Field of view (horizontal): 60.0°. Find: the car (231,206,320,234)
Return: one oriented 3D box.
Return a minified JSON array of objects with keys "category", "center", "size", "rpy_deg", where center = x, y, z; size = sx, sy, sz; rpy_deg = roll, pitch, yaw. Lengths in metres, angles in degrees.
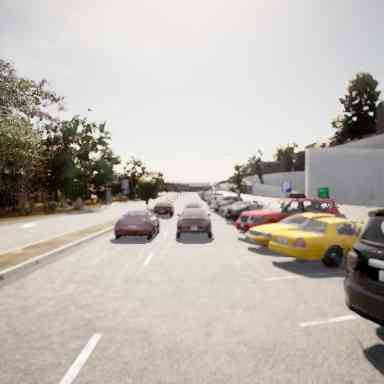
[{"category":"car","center":[5.057,1.646,20.247],"size":[4.792,1.488,2.163],"rpy_deg":[1,0,-20]}]

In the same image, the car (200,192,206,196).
[{"category":"car","center":[5.094,1.439,80.281],"size":[4.553,1.767,2.185],"rpy_deg":[1,0,-20]}]

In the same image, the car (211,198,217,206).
[{"category":"car","center":[5.120,1.779,38.288],"size":[4.792,1.488,2.163],"rpy_deg":[1,0,-20]}]

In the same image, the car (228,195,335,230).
[{"category":"car","center":[5.060,1.340,17.246],"size":[5.566,2.045,2.435],"rpy_deg":[1,0,-20]}]

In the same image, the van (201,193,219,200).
[{"category":"van","center":[5.025,1.256,92.177],"size":[4.442,1.987,1.878],"rpy_deg":[1,1,-20]}]

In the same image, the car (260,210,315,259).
[{"category":"car","center":[5.250,1.547,11.326],"size":[5.366,1.575,1.946],"rpy_deg":[1,-1,-20]}]

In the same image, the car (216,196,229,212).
[{"category":"car","center":[5.123,1.593,32.276],"size":[4.553,1.767,2.185],"rpy_deg":[1,0,-20]}]

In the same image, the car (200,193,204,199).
[{"category":"car","center":[5.093,1.636,74.292],"size":[4.792,1.488,2.163],"rpy_deg":[1,1,-20]}]

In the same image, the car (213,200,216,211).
[{"category":"car","center":[5.095,1.780,35.264],"size":[4.674,1.452,2.002],"rpy_deg":[1,0,-20]}]

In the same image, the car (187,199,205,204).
[{"category":"car","center":[0.121,1.771,34.337],"size":[1.812,1.442,4.674],"rpy_deg":[0,0,0]}]

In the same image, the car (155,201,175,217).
[{"category":"car","center":[-2.878,1.725,34.846],"size":[1.882,1.535,5.008],"rpy_deg":[0,0,0]}]

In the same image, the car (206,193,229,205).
[{"category":"car","center":[5.125,1.508,41.288],"size":[5.566,2.045,2.435],"rpy_deg":[1,0,-20]}]

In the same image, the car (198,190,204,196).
[{"category":"car","center":[5.106,1.252,89.223],"size":[5.566,2.045,2.435],"rpy_deg":[1,1,-20]}]

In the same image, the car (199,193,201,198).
[{"category":"car","center":[5.120,1.525,86.257],"size":[4.892,1.521,2.231],"rpy_deg":[1,0,-20]}]

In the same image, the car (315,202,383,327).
[{"category":"car","center":[5.100,1.260,5.276],"size":[5.566,2.045,2.435],"rpy_deg":[1,-1,-20]}]

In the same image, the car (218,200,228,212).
[{"category":"car","center":[5.091,1.737,29.264],"size":[4.674,1.452,2.002],"rpy_deg":[1,0,-20]}]

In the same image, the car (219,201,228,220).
[{"category":"car","center":[5.080,1.671,26.264],"size":[5.008,1.535,2.097],"rpy_deg":[1,-1,-20]}]

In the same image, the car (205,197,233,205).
[{"category":"car","center":[5.085,1.719,62.286],"size":[4.792,1.488,2.163],"rpy_deg":[1,1,-20]}]

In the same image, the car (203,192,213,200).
[{"category":"car","center":[5.080,1.506,50.269],"size":[5.566,2.045,2.435],"rpy_deg":[1,1,-20]}]

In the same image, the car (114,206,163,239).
[{"category":"car","center":[-2.889,1.676,18.146],"size":[1.994,1.385,4.181],"rpy_deg":[0,0,0]}]

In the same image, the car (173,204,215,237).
[{"category":"car","center":[0.111,1.642,18.588],"size":[1.812,1.442,4.674],"rpy_deg":[0,0,0]}]

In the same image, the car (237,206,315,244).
[{"category":"car","center":[4.905,1.561,14.192],"size":[5.366,1.575,1.946],"rpy_deg":[1,0,-20]}]

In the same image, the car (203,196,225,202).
[{"category":"car","center":[5.116,1.626,77.310],"size":[4.674,1.452,2.002],"rpy_deg":[1,0,-20]}]

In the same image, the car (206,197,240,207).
[{"category":"car","center":[5.278,1.727,56.362],"size":[5.366,1.575,1.946],"rpy_deg":[1,0,-20]}]
